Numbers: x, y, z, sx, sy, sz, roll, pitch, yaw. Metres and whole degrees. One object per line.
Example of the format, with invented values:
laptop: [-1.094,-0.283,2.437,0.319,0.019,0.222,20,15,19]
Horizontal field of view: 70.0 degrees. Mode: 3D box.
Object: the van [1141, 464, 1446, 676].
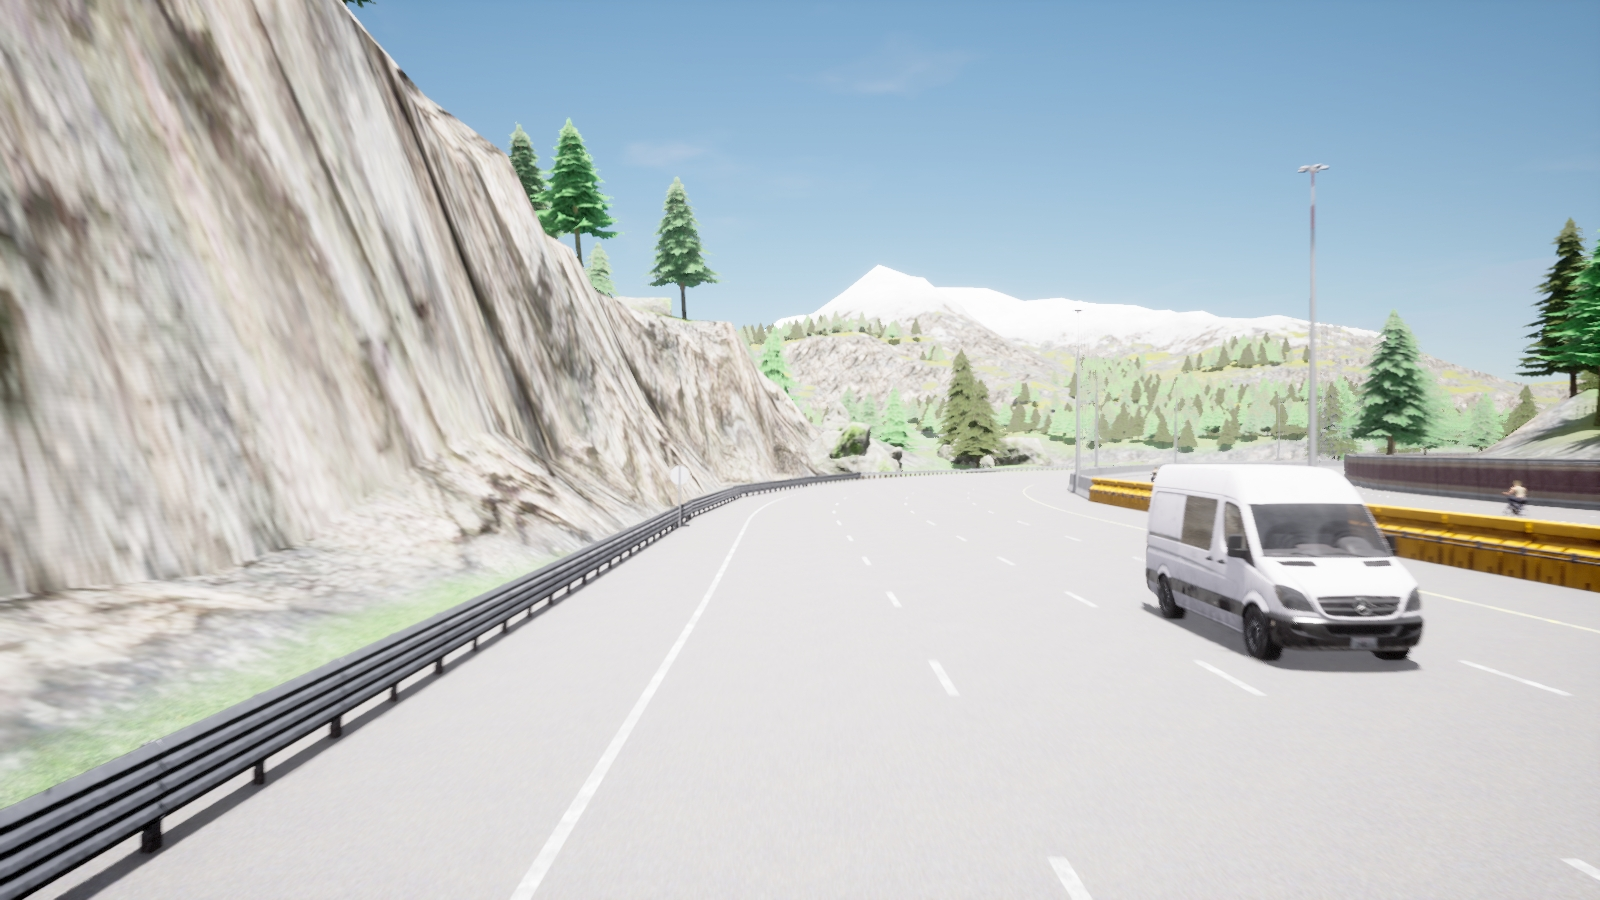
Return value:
van: [6.999,1.525,17.109,1.988,2.561,5.915,0,0,0]
